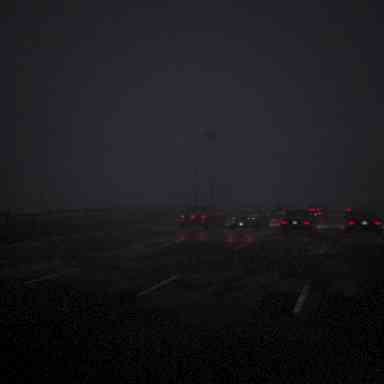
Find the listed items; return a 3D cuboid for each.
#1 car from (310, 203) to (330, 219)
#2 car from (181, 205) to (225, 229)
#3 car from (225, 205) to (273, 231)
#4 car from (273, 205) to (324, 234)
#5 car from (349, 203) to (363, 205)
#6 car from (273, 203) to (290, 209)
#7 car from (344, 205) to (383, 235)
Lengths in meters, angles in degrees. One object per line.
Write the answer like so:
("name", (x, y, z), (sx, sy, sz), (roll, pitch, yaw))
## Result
("car", (12.577, 1.855, 33.298), (1.837, 1.490, 4.892), (-1, -1, 25))
("car", (0.970, 1.743, 24.906), (2.097, 1.767, 4.553), (-1, -1, 25))
("car", (4.126, 1.846, 23.391), (1.812, 1.442, 4.674), (-1, -1, 25))
("car", (6.811, 1.786, 20.878), (2.033, 1.411, 5.357), (-1, -1, 25))
("car", (16.058, 1.811, 32.496), (1.812, 1.442, 4.674), (-1, -1, 25))
("car", (9.652, 1.918, 35.314), (2.128, 1.511, 4.902), (-1, -1, 25))
("car", (10.230, 1.720, 19.923), (2.033, 1.411, 5.357), (-1, -1, 25))
